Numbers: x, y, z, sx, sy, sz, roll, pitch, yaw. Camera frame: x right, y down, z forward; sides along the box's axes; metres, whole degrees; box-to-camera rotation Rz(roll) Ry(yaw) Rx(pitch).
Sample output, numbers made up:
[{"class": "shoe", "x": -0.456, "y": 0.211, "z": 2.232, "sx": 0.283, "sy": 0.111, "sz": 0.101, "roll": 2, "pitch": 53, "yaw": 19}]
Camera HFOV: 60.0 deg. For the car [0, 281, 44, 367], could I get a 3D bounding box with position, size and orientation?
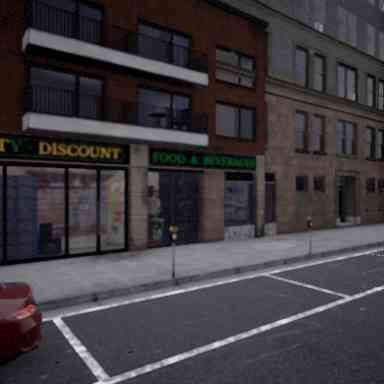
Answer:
[{"class": "car", "x": -3.841, "y": 1.582, "z": 3.449, "sx": 4.206, "sy": 1.307, "sz": 1.802, "roll": 0, "pitch": 0, "yaw": -35}]
